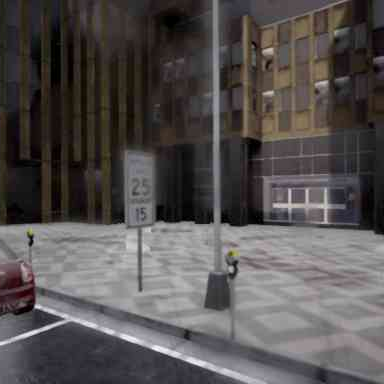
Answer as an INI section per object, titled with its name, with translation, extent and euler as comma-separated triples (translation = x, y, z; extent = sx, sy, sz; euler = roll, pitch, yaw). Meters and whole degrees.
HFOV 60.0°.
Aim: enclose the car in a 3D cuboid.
[car]
translation = -4.897, 1.511, 6.453
extent = 4.097, 1.590, 1.967
euler = -1, 0, 35
